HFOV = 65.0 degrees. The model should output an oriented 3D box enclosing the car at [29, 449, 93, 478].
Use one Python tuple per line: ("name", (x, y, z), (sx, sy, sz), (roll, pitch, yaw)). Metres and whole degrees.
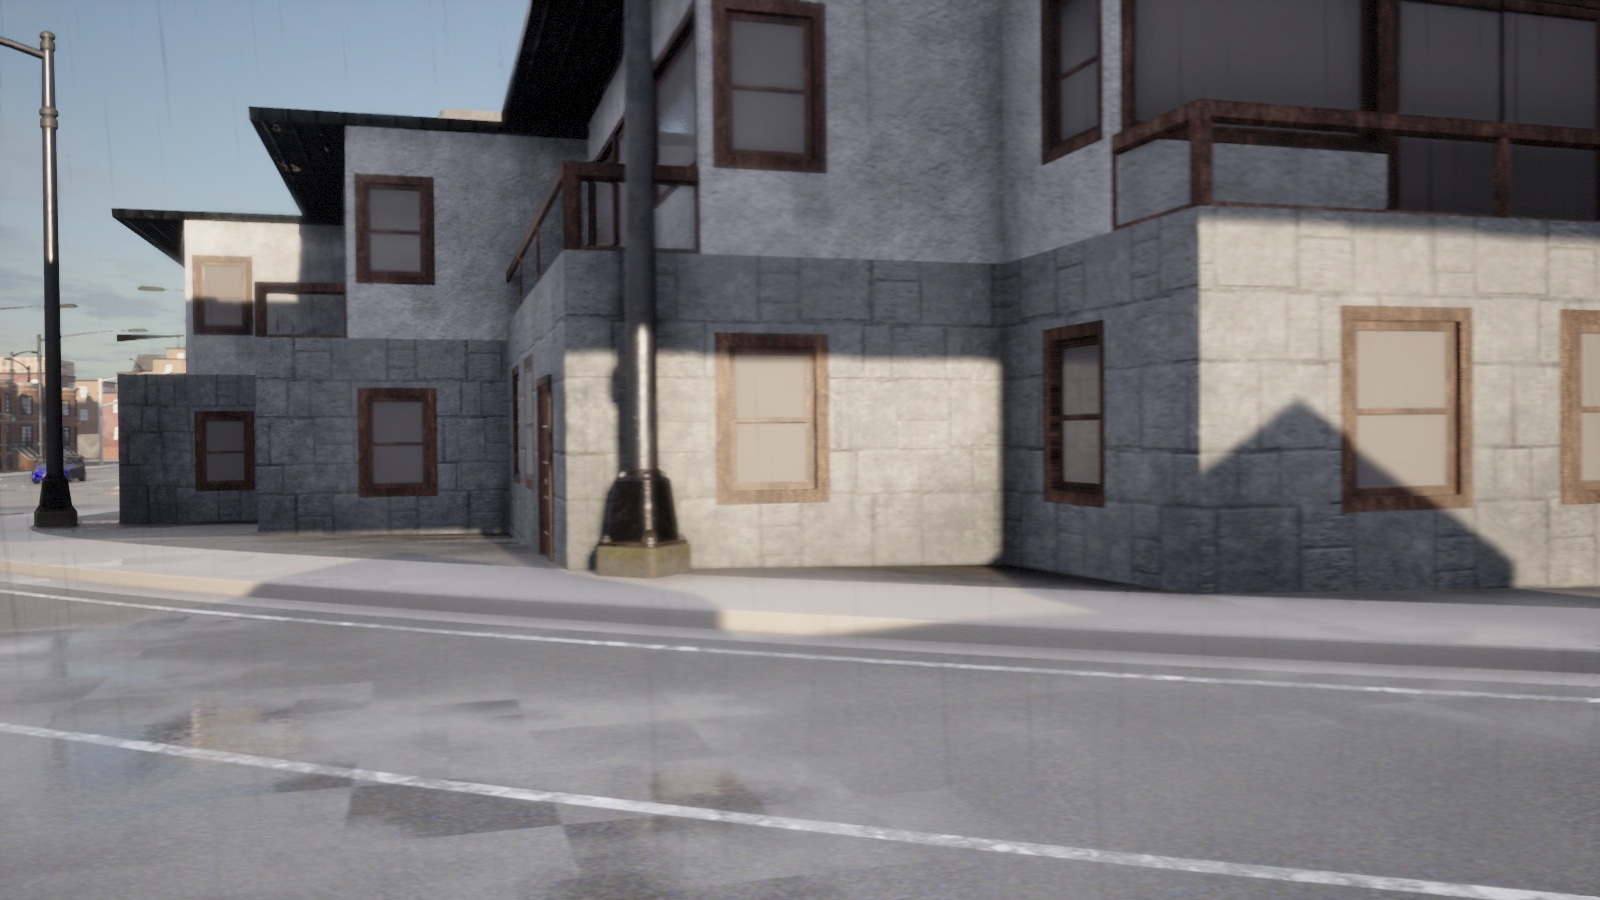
("car", (-42.092, 0.758, 71.604), (2.007, 1.525, 4.514), (0, 1, -15))
